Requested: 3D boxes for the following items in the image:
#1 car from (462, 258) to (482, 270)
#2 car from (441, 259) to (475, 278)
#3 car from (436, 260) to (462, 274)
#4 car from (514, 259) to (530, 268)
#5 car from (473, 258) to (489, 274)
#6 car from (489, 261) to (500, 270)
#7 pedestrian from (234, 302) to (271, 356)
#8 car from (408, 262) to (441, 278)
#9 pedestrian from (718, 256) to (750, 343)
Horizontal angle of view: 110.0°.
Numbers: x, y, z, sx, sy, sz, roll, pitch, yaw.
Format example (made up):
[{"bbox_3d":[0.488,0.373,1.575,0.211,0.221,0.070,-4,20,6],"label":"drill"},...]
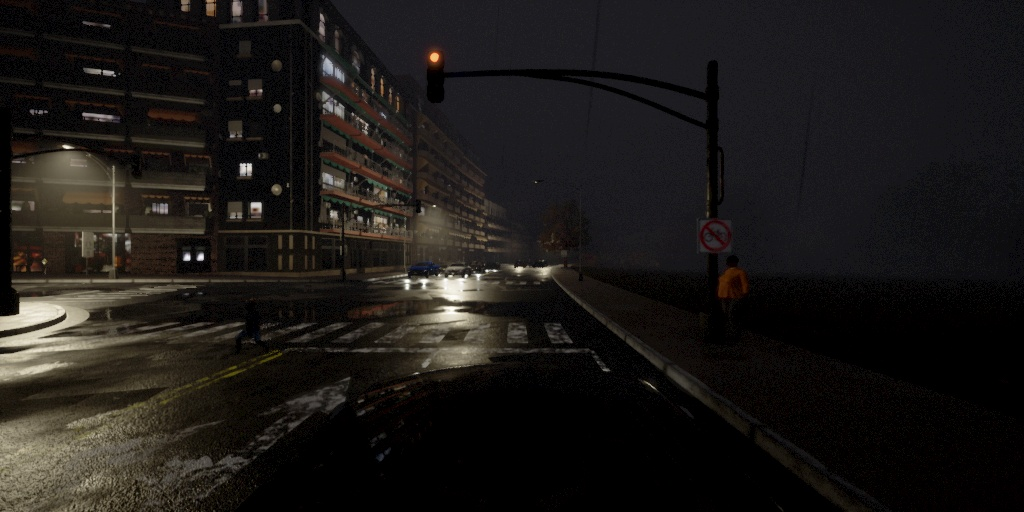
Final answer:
[{"bbox_3d":[-6.259,1.247,56.604,2.097,1.767,4.553,0,0,8],"label":"car"},{"bbox_3d":[-5.230,1.336,35.142,1.812,1.442,4.674,0,0,5],"label":"car"},{"bbox_3d":[-7.667,1.323,44.350,1.882,1.535,5.008,0,0,6],"label":"car"},{"bbox_3d":[1.528,1.489,64.987,2.033,1.411,5.357,0,0,9],"label":"car"},{"bbox_3d":[-4.437,1.350,43.995,1.837,1.490,4.892,0,0,6],"label":"car"},{"bbox_3d":[-3.041,1.458,56.159,1.994,1.385,4.181,0,0,8],"label":"car"},{"bbox_3d":[-5.223,1.045,7.243,0.375,1.860,0.375,0,0,1],"label":"pedestrian"},{"bbox_3d":[-8.515,1.287,34.818,1.882,1.535,5.008,0,0,4],"label":"car"},{"bbox_3d":[4.759,0.893,7.709,0.375,1.860,0.375,0,0,1],"label":"pedestrian"}]
